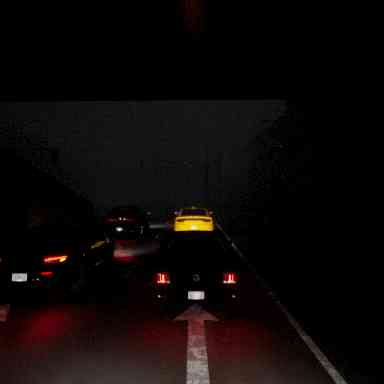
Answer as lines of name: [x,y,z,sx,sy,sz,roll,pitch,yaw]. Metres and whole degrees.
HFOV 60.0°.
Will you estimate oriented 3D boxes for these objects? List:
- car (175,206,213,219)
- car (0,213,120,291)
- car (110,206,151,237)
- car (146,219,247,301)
car: [0.088,1.478,17.644,1.882,1.535,5.008,0,0,0]
car: [-3.418,1.526,8.893,1.812,1.442,4.674,0,0,0]
car: [-3.413,1.505,18.051,1.837,1.490,4.892,0,0,0]
car: [0.086,1.601,8.300,1.895,1.301,4.718,0,0,0]
